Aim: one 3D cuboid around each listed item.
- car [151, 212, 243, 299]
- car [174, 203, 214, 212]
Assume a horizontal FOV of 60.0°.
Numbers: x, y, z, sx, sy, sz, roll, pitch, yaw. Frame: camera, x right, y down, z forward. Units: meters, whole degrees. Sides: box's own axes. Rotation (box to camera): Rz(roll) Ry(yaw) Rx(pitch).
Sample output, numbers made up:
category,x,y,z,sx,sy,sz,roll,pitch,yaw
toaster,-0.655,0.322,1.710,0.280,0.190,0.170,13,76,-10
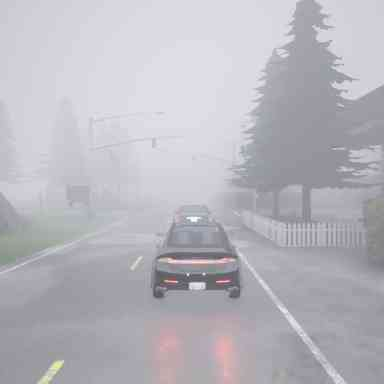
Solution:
category,x,y,z,sx,sy,sz,roll,pitch,yaw
car,0.094,1.492,8.460,2.128,1.511,4.902,0,0,0
car,0.088,1.352,17.613,2.097,1.767,4.553,0,0,0
